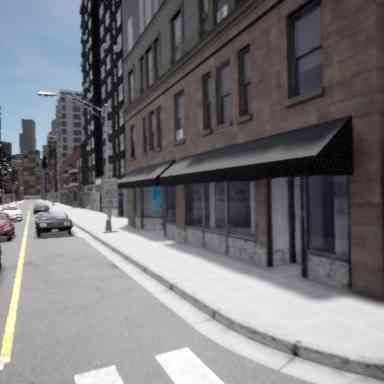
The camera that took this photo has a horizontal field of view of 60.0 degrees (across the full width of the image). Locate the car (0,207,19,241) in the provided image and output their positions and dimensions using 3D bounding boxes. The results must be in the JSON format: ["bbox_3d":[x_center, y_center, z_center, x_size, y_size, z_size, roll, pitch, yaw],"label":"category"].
[{"bbox_3d":[-10.717,1.818,18.113,1.812,1.442,4.674,-2,0,-26],"label":"car"}]

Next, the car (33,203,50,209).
[{"bbox_3d":[-19.553,2.125,43.298,1.994,1.385,4.181,-2,0,-25],"label":"car"}]

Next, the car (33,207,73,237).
[{"bbox_3d":[-8.407,1.832,20.120,1.895,1.301,4.718,-2,0,-26],"label":"car"}]

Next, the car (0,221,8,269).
[{"bbox_3d":[-6.202,1.731,8.710,1.994,1.385,4.181,-2,0,-26],"label":"car"}]

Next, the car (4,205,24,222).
[{"bbox_3d":[-16.945,1.999,31.141,1.812,1.442,4.674,-2,0,-25],"label":"car"}]
